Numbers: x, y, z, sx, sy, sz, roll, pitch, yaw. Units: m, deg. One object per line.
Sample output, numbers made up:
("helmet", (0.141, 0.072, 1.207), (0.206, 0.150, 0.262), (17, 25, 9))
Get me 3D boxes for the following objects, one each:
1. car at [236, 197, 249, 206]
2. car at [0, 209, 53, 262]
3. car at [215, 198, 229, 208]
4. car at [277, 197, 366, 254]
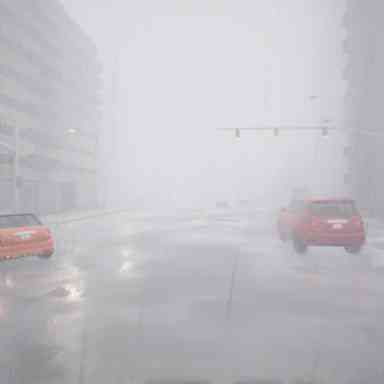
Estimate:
("car", (8.414, 1.608, 55.404), (1.812, 1.442, 4.674), (0, 0, 5))
("car", (-6.907, 1.440, 11.636), (4.553, 1.767, 2.097), (-1, 0, 36))
("car", (4.544, 1.624, 49.807), (1.812, 1.442, 4.674), (0, 0, 5))
("car", (4.967, 1.218, 13.550), (2.150, 2.045, 5.566), (0, 0, 4))
